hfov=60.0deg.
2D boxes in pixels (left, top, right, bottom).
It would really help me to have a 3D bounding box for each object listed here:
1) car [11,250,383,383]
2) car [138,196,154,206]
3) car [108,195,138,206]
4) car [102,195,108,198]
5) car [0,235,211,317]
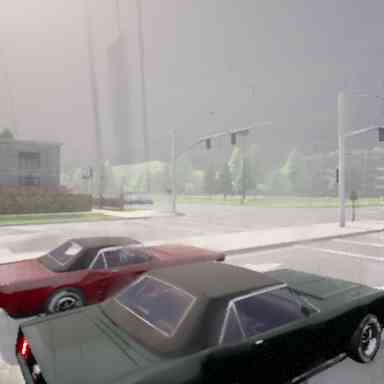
[{"bbox_3d":[0.547,1.594,4.180,4.718,1.301,1.895,0,0,-35],"label":"car"},{"bbox_3d":[-7.899,1.465,54.447,1.812,1.442,4.674,0,0,-36],"label":"car"},{"bbox_3d":[-10.990,1.300,52.739,2.097,1.767,4.553,0,0,-36],"label":"car"},{"bbox_3d":[-16.746,1.296,66.706,2.097,1.767,4.553,0,0,-36],"label":"car"},{"bbox_3d":[-1.478,1.594,7.034,4.718,1.301,1.895,0,0,-35],"label":"car"}]
